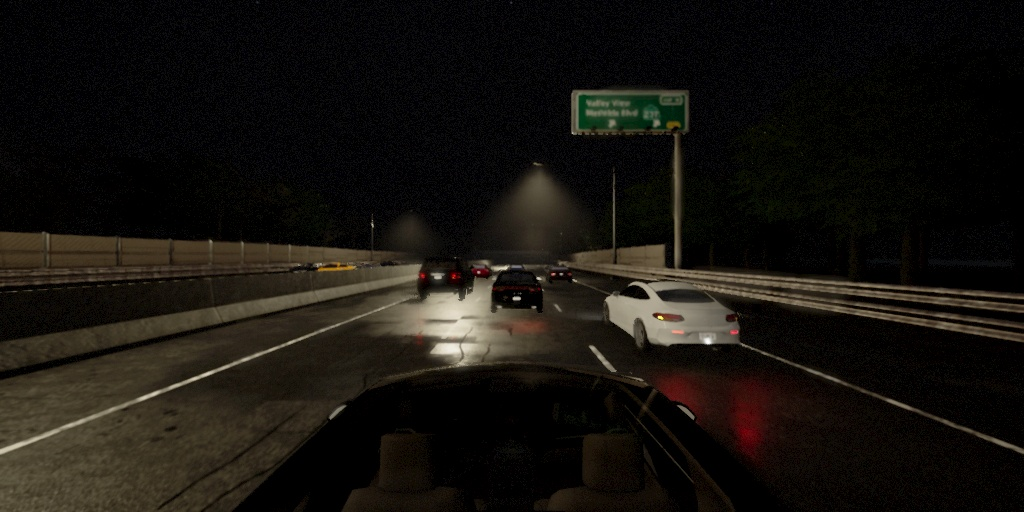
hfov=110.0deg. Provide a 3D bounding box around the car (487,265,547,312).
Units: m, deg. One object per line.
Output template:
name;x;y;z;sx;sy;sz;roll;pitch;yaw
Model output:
car;0.191;1.310;14.669;1.882;1.535;5.008;0;0;1

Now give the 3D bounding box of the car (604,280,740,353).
car;3.633;1.324;8.898;1.812;1.442;4.674;0;0;1

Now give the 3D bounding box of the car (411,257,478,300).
car;-3.265;1.075;18.612;2.150;2.045;5.566;0;0;1

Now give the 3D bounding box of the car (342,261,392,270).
car;-13.781;1.491;34.460;2.033;1.411;5.357;0;0;1

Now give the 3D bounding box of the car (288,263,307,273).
car;-20.746;1.447;36.669;2.128;1.511;4.902;0;0;1

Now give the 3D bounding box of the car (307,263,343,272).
car;-17.272;1.423;34.872;1.882;1.535;5.008;0;0;1

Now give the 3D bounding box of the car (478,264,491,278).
car;-3.069;1.516;35.439;1.994;1.385;4.181;0;0;1

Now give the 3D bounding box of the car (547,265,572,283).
car;3.860;1.471;30.117;2.033;1.411;5.357;0;0;1

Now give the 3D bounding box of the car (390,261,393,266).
car;-20.327;1.596;59.103;1.837;1.490;4.892;0;-1;1

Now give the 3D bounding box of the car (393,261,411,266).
car;-16.860;1.629;57.678;2.033;1.411;5.357;0;0;2
